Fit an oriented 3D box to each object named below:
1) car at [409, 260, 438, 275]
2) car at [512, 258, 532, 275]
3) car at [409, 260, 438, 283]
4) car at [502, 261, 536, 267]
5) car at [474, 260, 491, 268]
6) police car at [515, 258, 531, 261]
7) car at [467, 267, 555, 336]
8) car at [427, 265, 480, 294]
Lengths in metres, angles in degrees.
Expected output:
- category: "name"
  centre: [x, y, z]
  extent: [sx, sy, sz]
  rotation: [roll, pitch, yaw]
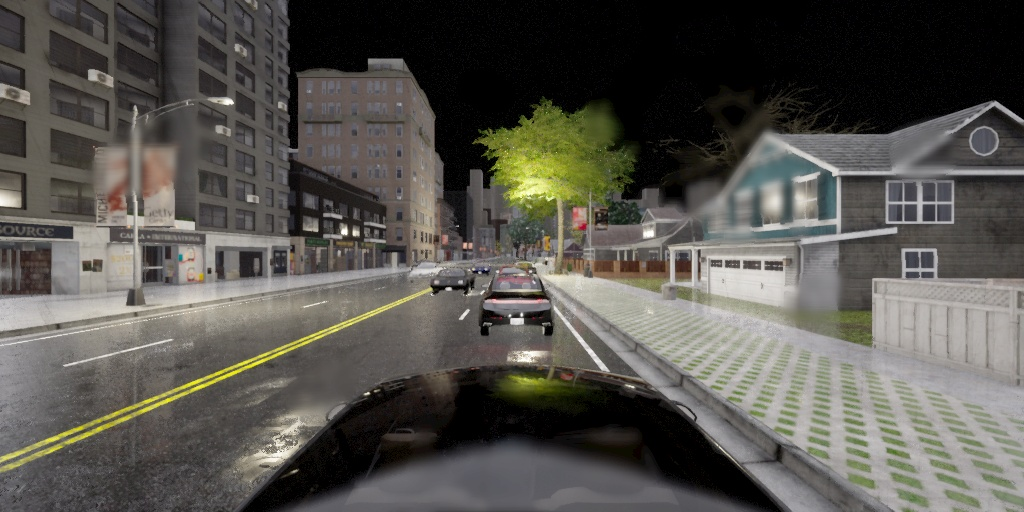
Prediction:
- category: "car"
  centre: [-9.815, 1.207, 40.206]
  extent: [2.128, 1.511, 4.902]
  rotation: [0, 0, 0]
- category: "car"
  centre: [1.011, 1.067, 39.493]
  extent: [2.097, 1.767, 4.553]
  rotation: [0, 0, 0]
- category: "car"
  centre: [-6.573, 1.257, 27.940]
  extent: [1.812, 1.442, 4.674]
  rotation: [0, 0, 0]
- category: "car"
  centre: [0.118, 1.218, 19.903]
  extent: [1.882, 1.535, 5.008]
  rotation: [0, 0, 0]
- category: "car"
  centre: [-3.116, 1.320, 37.138]
  extent: [1.895, 1.301, 4.718]
  rotation: [0, 0, 0]
- category: "police car"
  centre: [1.002, 1.155, 29.633]
  extent: [1.930, 1.638, 5.238]
  rotation: [0, 0, 0]
- category: "car"
  centre: [0.111, 1.239, 10.400]
  extent: [2.128, 1.511, 4.902]
  rotation: [0, 0, 0]
- category: "car"
  centre: [-3.131, 1.341, 20.037]
  extent: [1.895, 1.301, 4.718]
  rotation: [0, 0, 0]
